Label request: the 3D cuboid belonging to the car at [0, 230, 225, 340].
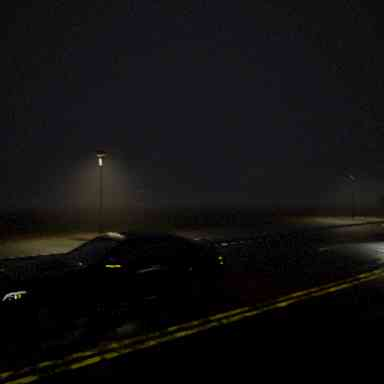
[{"bbox_3d":[-1.405,1.541,6.696,4.674,1.442,1.812,0,0,-36],"label":"car"}]
